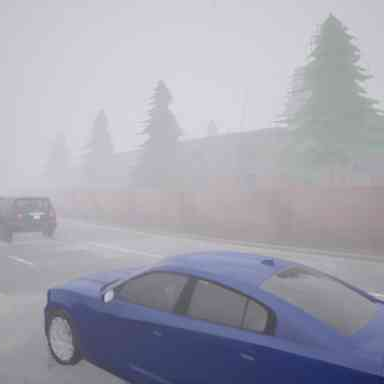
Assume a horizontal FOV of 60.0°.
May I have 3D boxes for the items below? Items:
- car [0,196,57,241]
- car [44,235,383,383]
[{"bbox_3d":[-8.777,1.206,16.838,2.150,2.045,5.566,0,0,-43],"label":"car"},{"bbox_3d":[0.152,1.487,4.065,5.008,1.535,1.882,0,0,37],"label":"car"}]
